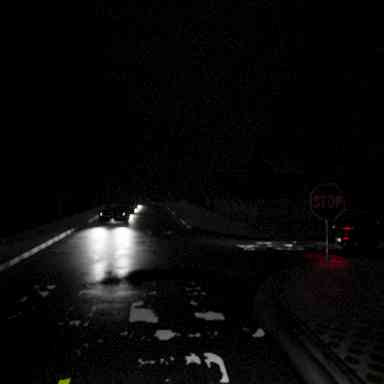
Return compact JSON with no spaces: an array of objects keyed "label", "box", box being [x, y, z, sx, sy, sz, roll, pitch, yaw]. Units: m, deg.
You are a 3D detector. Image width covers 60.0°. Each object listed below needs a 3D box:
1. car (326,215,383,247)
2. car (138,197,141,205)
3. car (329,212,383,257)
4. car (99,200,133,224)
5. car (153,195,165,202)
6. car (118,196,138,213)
[{"label":"car","box":[8.985,1.760,15.457,4.718,1.301,1.895,1,-3,-5]},{"label":"car","box":[-7.926,1.283,42.871,1.882,1.535,5.008,0,0,-7]},{"label":"car","box":[7.711,1.518,12.447,4.892,1.490,1.837,1,-4,-9]},{"label":"car","box":[-5.412,1.488,23.593,1.895,1.301,4.718,0,0,-8]},{"label":"car","box":[-6.675,1.353,67.152,1.812,1.442,4.674,0,0,2]},{"label":"car","box":[-6.658,1.342,33.028,1.837,1.490,4.892,0,0,-7]}]
